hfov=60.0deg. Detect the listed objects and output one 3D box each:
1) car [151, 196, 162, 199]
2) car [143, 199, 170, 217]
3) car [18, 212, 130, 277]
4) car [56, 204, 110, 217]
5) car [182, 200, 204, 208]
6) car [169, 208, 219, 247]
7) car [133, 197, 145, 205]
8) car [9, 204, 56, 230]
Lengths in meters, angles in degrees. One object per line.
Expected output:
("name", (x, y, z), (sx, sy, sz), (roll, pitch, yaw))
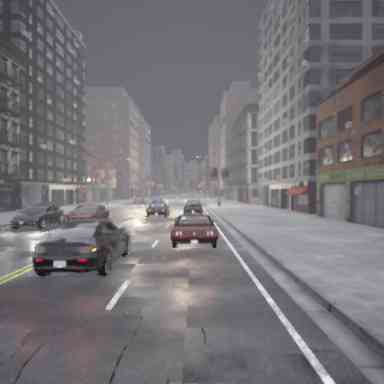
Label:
("car", (-6.508, 1.576, 61.691), (1.882, 1.535, 5.008), (0, 0, 1))
("car", (-3.136, 1.661, 31.543), (1.895, 1.301, 4.718), (0, 0, 0))
("car", (-3.143, 1.549, 10.205), (1.812, 1.442, 4.674), (0, 0, 0))
("car", (-6.591, 1.522, 21.258), (1.882, 1.535, 5.008), (0, 0, 0))
("car", (0.103, 1.567, 32.977), (1.837, 1.490, 4.892), (0, 0, 0))
("car", (0.096, 1.633, 15.037), (1.895, 1.301, 4.718), (0, 0, 0))
("car", (-9.755, 1.624, 62.108), (1.812, 1.442, 4.674), (0, 0, 1))
("car", (-9.841, 1.550, 21.566), (1.837, 1.490, 4.892), (0, 0, 0))
